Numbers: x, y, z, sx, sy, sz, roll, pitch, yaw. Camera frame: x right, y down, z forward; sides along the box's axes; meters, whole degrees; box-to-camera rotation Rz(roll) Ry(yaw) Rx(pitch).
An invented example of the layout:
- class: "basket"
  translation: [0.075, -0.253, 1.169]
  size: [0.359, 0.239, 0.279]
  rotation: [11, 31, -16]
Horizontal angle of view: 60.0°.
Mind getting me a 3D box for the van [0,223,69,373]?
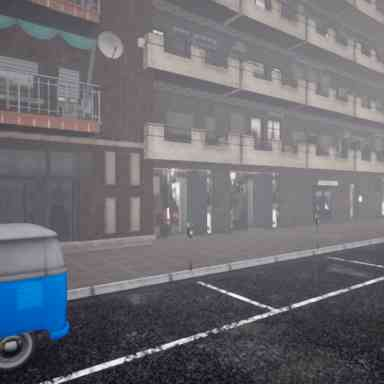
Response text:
- class: "van"
  translation: [-3.587, 1.341, 4.005]
  size: [3.998, 1.788, 1.690]
  rotation: [0, 0, -36]
